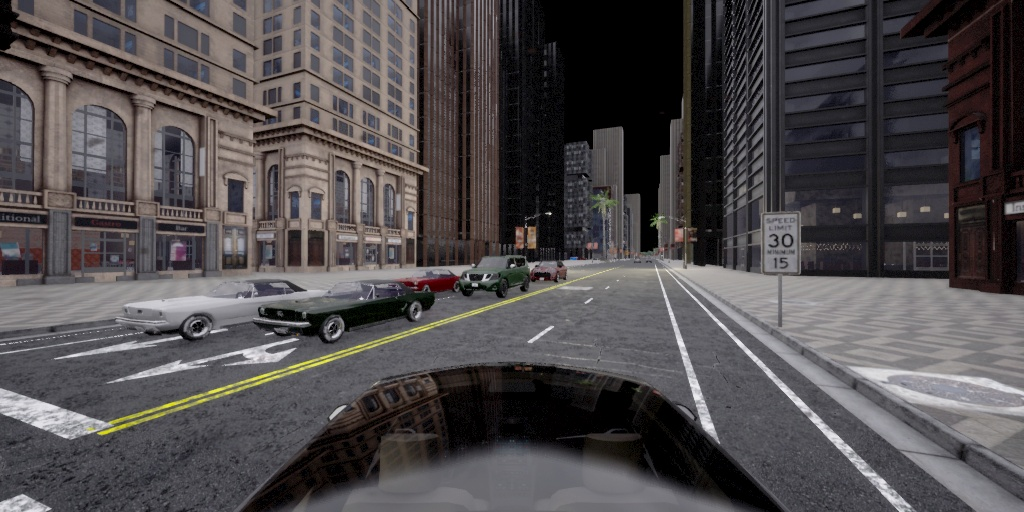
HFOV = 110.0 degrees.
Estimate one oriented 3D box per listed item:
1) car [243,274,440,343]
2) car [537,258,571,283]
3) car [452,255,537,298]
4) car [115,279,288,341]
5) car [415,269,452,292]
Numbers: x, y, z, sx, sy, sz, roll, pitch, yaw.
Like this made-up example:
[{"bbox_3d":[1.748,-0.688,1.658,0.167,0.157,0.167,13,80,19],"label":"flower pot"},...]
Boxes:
[{"bbox_3d":[-4.271,1.352,9.985,1.895,1.301,4.718,0,0,24],"label":"car"},{"bbox_3d":[3.002,1.116,28.581,2.097,1.767,4.553,0,0,21],"label":"car"},{"bbox_3d":[-0.705,0.977,19.072,2.150,2.045,5.566,0,0,21],"label":"car"},{"bbox_3d":[-7.673,1.352,10.212,1.895,1.301,4.718,0,0,21],"label":"car"},{"bbox_3d":[-4.332,1.356,18.744,1.895,1.301,4.718,0,0,21],"label":"car"}]
